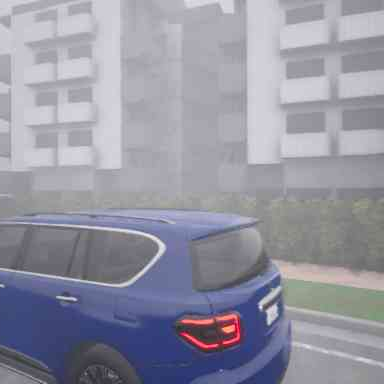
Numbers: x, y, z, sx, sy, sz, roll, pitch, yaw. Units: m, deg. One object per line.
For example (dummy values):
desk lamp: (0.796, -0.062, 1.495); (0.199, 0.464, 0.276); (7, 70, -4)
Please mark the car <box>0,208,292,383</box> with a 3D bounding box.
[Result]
car: (-1.533, 1.244, 4.531); (5.566, 2.045, 2.150); (0, 0, 31)
